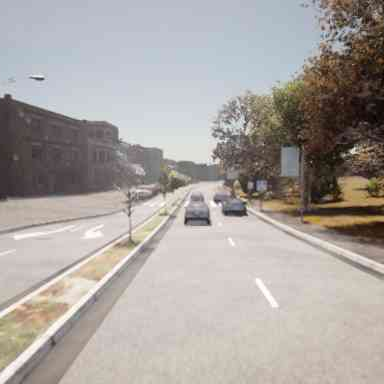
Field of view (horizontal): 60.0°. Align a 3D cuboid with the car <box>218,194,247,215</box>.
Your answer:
[{"bbox_3d":[3.628,1.216,29.319,1.994,1.385,4.181,0,2,1],"label":"car"}]

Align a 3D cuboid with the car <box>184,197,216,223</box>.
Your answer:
[{"bbox_3d":[0.373,1.362,23.942,2.033,1.411,5.357,0,2,1],"label":"car"}]

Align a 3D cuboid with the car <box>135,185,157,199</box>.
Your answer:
[{"bbox_3d":[-7.456,0.067,52.162,2.435,2.045,5.566,0,2,1],"label":"car"}]

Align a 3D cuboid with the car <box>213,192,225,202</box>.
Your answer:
[{"bbox_3d":[3.835,0.709,44.451,1.994,1.385,4.181,0,2,1],"label":"car"}]

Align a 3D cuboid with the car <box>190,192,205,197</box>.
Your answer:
[{"bbox_3d":[0.668,0.700,43.843,2.033,1.411,5.357,0,2,1],"label":"car"}]

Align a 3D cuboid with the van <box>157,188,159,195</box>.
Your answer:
[{"bbox_3d":[-7.351,-0.096,57.617,1.878,1.987,4.442,0,2,1],"label":"van"}]
